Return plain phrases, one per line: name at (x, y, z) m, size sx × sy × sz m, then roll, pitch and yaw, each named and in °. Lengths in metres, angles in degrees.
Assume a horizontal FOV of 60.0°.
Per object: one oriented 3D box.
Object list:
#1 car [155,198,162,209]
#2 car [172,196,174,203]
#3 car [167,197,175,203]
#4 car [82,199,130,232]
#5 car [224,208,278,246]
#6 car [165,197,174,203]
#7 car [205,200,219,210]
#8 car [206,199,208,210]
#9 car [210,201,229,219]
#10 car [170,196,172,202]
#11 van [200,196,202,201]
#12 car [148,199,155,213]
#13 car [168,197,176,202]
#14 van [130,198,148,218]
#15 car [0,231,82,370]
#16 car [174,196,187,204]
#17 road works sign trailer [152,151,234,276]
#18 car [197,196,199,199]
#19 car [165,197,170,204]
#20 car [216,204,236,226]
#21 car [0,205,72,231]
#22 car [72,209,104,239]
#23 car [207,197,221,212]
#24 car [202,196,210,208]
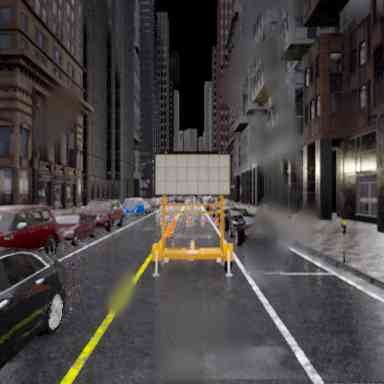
car at (-5.653, 1.707, 49.267) m, size 1.967 × 1.590 × 4.097 m, roll 0°, pitch 0°, yaw 0°
car at (-5.604, 1.963, 71.672) m, size 1.947 × 1.339 × 4.313 m, roll 0°, pitch 0°, yaw 0°
car at (-5.567, 2.022, 88.307) m, size 1.752 × 1.417 × 4.829 m, roll 0°, pitch 0°, yaw 0°
car at (-5.714, 1.425, 21.259) m, size 2.192 × 1.841 × 5.009 m, roll 0°, pitch 0°, yaw 0°
car at (2.798, 1.647, 15.650) m, size 1.947 × 1.339 × 4.313 m, roll 0°, pitch 0°, yaw 0°
car at (-5.579, 2.015, 82.875) m, size 2.008 × 1.369 × 4.403 m, roll 0°, pitch 0°, yaw 0°
car at (2.872, 1.849, 49.262) m, size 1.802 × 1.307 × 4.206 m, roll 0°, pitch 0°, yaw 0°
car at (2.847, 1.785, 38.057) m, size 1.802 × 1.307 × 4.206 m, roll 0°, pitch 0°, yaw 0°
car at (2.822, 1.692, 26.854) m, size 2.008 × 1.369 × 4.403 m, roll 0°, pitch 0°, yaw 0°
car at (-5.616, 1.946, 66.070) m, size 1.802 × 1.307 × 4.206 m, roll 0°, pitch 0°, yaw 0°
van at (2.897, 1.673, 60.467) m, size 1.690 × 1.788 × 3.998 m, roll 0°, pitch 0°, yaw 0°
car at (-5.678, 1.727, 37.892) m, size 1.752 × 1.417 × 4.829 m, roll 0°, pitch 0°, yaw 0°
car at (-5.554, 2.076, 94.079) m, size 1.887 × 1.381 × 4.507 m, roll 0°, pitch 0°, yaw 0°
van at (-5.690, 1.512, 32.462) m, size 1.690 × 1.788 × 3.998 m, roll 0°, pitch 0°, yaw 0°
car at (-3.093, 1.525, 3.955) m, size 1.837 × 1.490 × 4.892 m, roll 0°, pitch 0°, yaw 0°
car at (-2.830, 1.909, 77.459) m, size 1.882 × 1.535 × 5.008 m, roll 0°, pitch 0°, yaw 0°
road works sign trailer at (0.021, 0.519, 10.512) m, size 2.380 × 3.560 × 2.880 m, roll 0°, pitch 0°, yaw 0°
car at (2.971, 2.077, 94.078) m, size 1.887 × 1.381 × 4.507 m, roll 0°, pitch 0°, yaw 0°
car at (-5.628, 1.772, 60.470) m, size 1.967 × 1.590 × 4.097 m, roll 0°, pitch 0°, yaw 0°
car at (2.810, 1.677, 21.252) m, size 1.947 × 1.339 × 4.313 m, roll 0°, pitch 0°, yaw 0°
car at (-5.739, 1.367, 10.056) m, size 2.192 × 1.841 × 5.009 m, roll 0°, pitch 0°, yaw 0°
car at (-5.727, 1.663, 15.656) m, size 1.802 × 1.307 × 4.206 m, roll 0°, pitch 0°, yaw 0°
car at (2.835, 1.612, 32.457) m, size 1.967 × 1.590 × 4.097 m, roll 0°, pitch 0°, yaw 0°
car at (2.860, 1.550, 43.661) m, size 2.192 × 1.841 × 5.009 m, roll 0°, pitch 0°, yaw 0°
